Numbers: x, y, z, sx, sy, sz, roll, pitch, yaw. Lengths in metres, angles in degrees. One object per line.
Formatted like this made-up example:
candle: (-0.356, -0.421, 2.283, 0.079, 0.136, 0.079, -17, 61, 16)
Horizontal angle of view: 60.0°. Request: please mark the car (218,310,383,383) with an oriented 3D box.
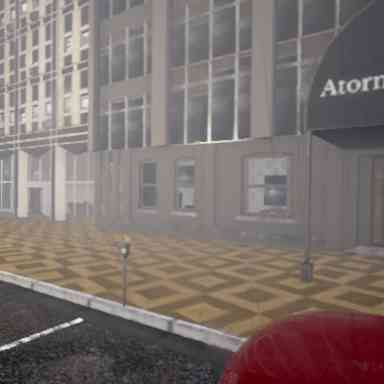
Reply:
car: (2.369, 1.305, 1.202, 5.009, 1.841, 2.192, 0, 1, 35)
